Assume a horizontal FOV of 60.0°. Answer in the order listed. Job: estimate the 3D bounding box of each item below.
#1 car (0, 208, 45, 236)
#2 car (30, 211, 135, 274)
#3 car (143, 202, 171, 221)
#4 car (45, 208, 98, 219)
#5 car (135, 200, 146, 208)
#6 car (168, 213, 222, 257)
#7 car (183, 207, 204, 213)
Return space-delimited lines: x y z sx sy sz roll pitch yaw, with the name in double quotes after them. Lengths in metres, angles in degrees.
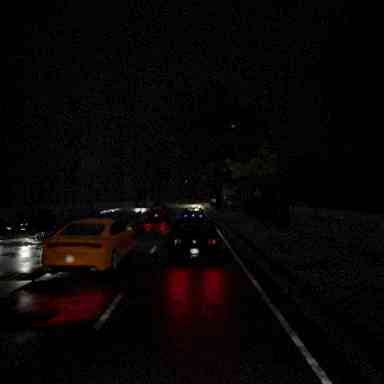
-9.838 1.756 20.311 1.837 1.490 4.892 0 -1 0 "car"
-3.162 1.613 11.106 1.882 1.535 5.008 0 -1 0 "car"
-3.136 1.922 31.579 1.812 1.442 4.674 0 -1 0 "car"
-6.588 1.721 19.791 1.882 1.535 5.008 0 -1 0 "car"
-9.725 2.342 64.035 2.128 1.511 4.902 0 -1 1 "car"
0.099 1.768 13.669 1.895 1.301 4.718 0 -1 0 "car"
0.110 1.963 28.951 1.895 1.301 4.718 0 -1 0 "car"
